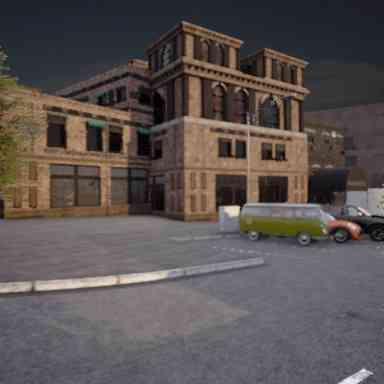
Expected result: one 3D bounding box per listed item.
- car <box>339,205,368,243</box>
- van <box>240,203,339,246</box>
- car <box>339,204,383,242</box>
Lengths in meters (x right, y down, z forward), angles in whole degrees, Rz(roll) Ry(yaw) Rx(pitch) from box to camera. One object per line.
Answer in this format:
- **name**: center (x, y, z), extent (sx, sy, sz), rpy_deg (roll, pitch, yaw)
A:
- **car**: center (7.073, 1.788, 18.707), extent (4.553, 1.767, 2.185), rpy_deg (0, -3, 34)
- **van**: center (4.774, 1.566, 16.876), extent (4.442, 1.987, 1.878), rpy_deg (0, -2, 34)
- **car**: center (9.554, 1.795, 20.436), extent (5.566, 2.045, 2.435), rpy_deg (0, -3, 34)
